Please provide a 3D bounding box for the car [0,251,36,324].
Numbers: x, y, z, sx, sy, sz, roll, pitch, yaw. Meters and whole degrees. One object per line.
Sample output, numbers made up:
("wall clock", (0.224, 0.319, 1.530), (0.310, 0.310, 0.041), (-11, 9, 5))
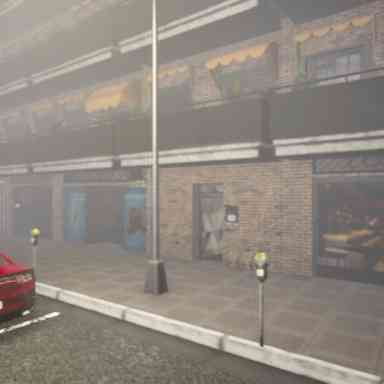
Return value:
("car", (-4.739, 1.579, 6.222), (4.507, 1.381, 1.887), (0, 0, 35))
